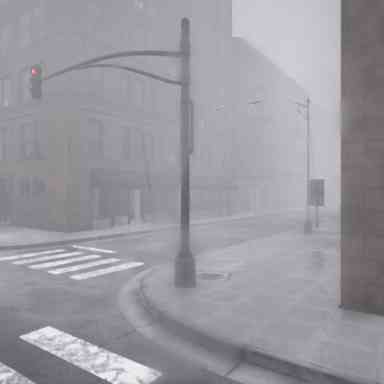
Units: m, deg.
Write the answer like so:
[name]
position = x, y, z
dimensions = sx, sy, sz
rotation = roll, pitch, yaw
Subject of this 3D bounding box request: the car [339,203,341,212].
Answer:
[car]
position = 20.524, 1.759, 43.104
dimensions = 1.882, 1.535, 5.008
rotation = 0, 0, 36
